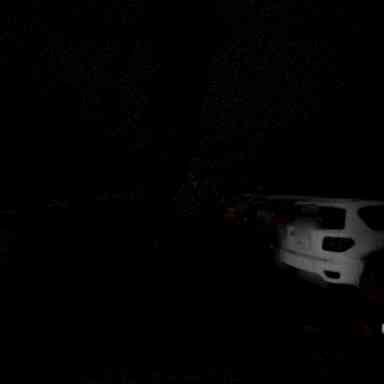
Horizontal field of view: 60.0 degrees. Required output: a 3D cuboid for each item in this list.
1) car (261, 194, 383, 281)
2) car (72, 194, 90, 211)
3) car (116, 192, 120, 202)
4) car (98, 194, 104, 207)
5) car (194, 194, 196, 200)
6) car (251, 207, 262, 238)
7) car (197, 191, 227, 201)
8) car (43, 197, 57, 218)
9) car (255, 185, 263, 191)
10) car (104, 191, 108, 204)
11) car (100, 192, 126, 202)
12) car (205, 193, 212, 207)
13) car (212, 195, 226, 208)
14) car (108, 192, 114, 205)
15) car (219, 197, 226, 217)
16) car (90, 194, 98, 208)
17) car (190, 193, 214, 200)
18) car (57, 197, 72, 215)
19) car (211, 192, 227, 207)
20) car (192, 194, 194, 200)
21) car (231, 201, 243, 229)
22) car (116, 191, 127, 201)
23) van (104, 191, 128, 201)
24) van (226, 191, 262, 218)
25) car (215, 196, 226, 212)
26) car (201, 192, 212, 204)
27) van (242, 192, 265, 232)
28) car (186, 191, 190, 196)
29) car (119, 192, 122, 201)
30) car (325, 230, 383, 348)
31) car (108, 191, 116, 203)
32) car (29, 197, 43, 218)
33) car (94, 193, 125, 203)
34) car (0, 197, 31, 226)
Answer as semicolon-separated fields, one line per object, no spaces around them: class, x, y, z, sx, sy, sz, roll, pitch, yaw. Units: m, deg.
car;4.780;1.175;7.892;5.566;2.045;2.435;1;0;-20
car;-13.739;1.288;35.415;4.792;1.488;2.163;-1;1;-22
car;-14.540;1.178;53.180;4.674;1.452;2.002;-1;1;-23
car;-13.910;1.217;41.351;5.008;1.535;2.097;-1;1;-22
car;3.374;1.089;59.146;4.674;1.452;2.002;0;0;-24
car;4.755;1.405;10.885;5.008;1.535;2.097;1;1;-20
car;4.088;0.887;47.064;5.566;2.045;2.435;1;1;-23
car;-13.496;1.193;26.550;4.553;1.767;2.185;-1;1;-21
car;16.877;-0.429;86.348;2.002;1.452;4.674;-7;4;-30
car;-14.080;1.073;44.301;4.553;1.767;2.185;-1;0;-22
car;-15.423;0.932;65.001;4.553;1.767;2.185;-1;1;-25
car;4.461;1.205;38.028;5.008;1.535;2.097;1;0;-22
car;4.652;1.274;28.963;4.892;1.521;2.231;1;0;-21
car;-14.366;1.178;47.193;5.366;1.575;1.946;-1;1;-23
car;4.897;1.317;23.002;5.366;1.575;1.946;1;0;-21
car;-13.777;1.267;38.409;4.792;1.488;2.163;-1;0;-22
car;2.249;0.974;74.162;4.792;1.488;2.163;0;0;-26
car;-13.562;1.298;29.506;5.008;1.535;2.097;-1;1;-21
car;4.591;1.125;31.981;4.553;1.767;2.185;1;0;-21
car;3.160;1.028;62.156;4.892;1.521;2.231;1;1;-25
car;4.774;1.391;16.919;4.792;1.488;2.163;1;0;-20
car;-14.799;1.092;59.168;5.366;1.575;1.946;-1;0;-24
van;-15.623;0.811;67.988;4.442;1.987;1.878;-1;0;-25
van;4.634;1.113;19.872;4.442;1.987;1.878;1;1;-20
car;4.710;1.296;25.945;5.008;1.535;2.097;1;1;-21
car;4.253;1.161;44.062;5.008;1.535;2.097;1;1;-23
van;4.646;1.156;13.848;4.442;1.987;1.878;1;1;-20
car;2.196;0.956;71.101;5.366;1.575;1.946;0;1;-26
car;-14.743;1.158;56.134;4.674;1.452;2.002;-1;1;-24
car;4.756;1.447;4.875;5.008;1.535;2.097;1;1;-20
car;-14.334;1.032;50.234;4.553;1.767;2.185;-1;1;-23
car;-13.485;1.340;23.573;4.892;1.521;2.231;-1;1;-20
car;-15.369;1.079;61.962;5.366;1.575;1.946;-1;1;-24
car;-13.296;1.354;20.673;5.366;1.575;1.946;-1;0;-20
